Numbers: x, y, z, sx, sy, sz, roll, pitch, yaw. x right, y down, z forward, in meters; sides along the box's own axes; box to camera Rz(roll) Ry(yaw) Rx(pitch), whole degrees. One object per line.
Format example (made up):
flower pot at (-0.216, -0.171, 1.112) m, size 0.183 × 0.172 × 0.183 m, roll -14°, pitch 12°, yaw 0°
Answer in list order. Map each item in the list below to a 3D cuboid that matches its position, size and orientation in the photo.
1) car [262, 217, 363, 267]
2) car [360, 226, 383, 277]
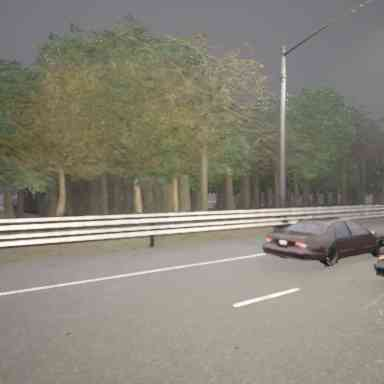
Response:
car at (4.841, 1.593, 11.585) m, size 5.357 × 1.411 × 2.033 m, roll 0°, pitch 0°, yaw -35°
car at (6.895, 1.593, 8.748) m, size 5.357 × 1.411 × 2.033 m, roll 0°, pitch 0°, yaw -35°
